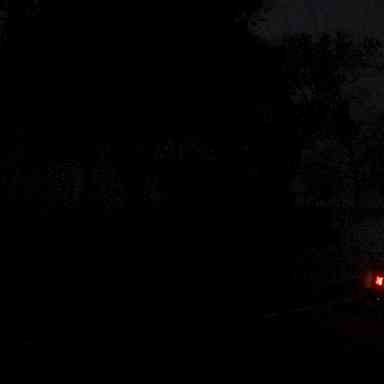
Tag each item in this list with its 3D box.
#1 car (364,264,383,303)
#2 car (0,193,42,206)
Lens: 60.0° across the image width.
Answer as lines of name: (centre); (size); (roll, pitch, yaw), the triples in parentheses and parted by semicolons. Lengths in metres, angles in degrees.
car: (5.576, 1.642, 6.588); (4.718, 1.301, 1.895); (1, 0, -33)
car: (-20.299, 0.897, 39.103); (4.892, 1.490, 1.837); (1, 1, -39)
